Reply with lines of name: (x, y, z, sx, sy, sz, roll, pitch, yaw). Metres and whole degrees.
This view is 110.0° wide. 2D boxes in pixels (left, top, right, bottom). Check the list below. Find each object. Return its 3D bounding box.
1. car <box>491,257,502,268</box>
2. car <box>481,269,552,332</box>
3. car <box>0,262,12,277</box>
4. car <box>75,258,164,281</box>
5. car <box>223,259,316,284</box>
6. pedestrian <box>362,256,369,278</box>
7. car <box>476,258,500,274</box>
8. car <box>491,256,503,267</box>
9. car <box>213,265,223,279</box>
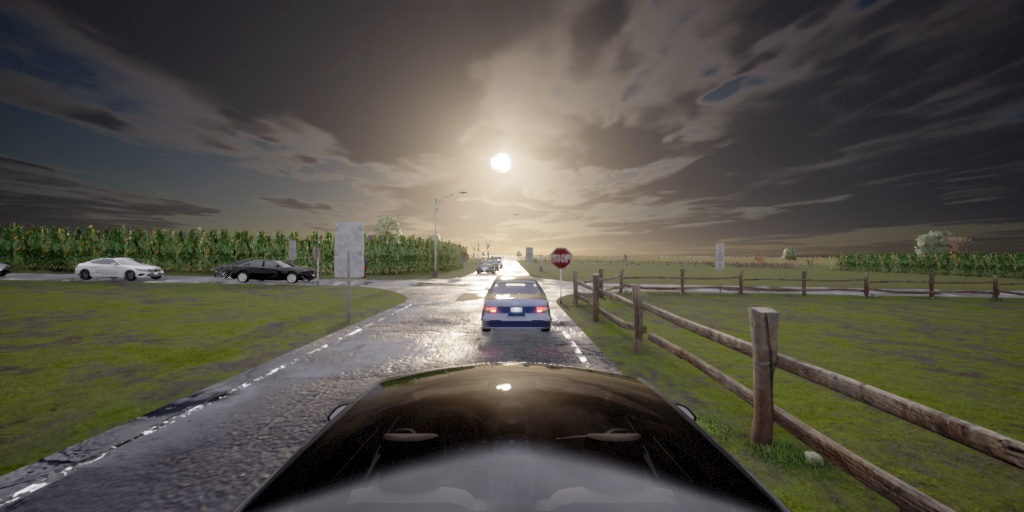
car: (-2.816, 1.263, 51.329, 1.837, 1.490, 4.892, 0, 0, 0)
car: (0.101, 1.299, 10.845, 2.033, 1.411, 5.357, 0, 0, 0)
car: (-36.095, 0.617, 23.533, 4.902, 1.511, 2.128, 1, -1, 0)
car: (-25.724, 0.834, 23.553, 4.674, 1.442, 1.812, 1, -1, 0)
car: (-15.602, 0.966, 23.614, 5.008, 1.535, 1.882, 1, -1, -1)
pedestrian: (-12.163, 0.890, 29.567, 0.375, 1.860, 0.375, 0, -2, 0)
car: (-2.854, 1.248, 40.198, 2.128, 1.511, 4.902, 0, 0, 1)
car: (-2.780, 0.978, 62.402, 2.150, 2.045, 5.566, 0, 0, 1)
car: (-19.247, 0.940, 26.489, 4.902, 1.511, 2.128, 1, -1, 0)
